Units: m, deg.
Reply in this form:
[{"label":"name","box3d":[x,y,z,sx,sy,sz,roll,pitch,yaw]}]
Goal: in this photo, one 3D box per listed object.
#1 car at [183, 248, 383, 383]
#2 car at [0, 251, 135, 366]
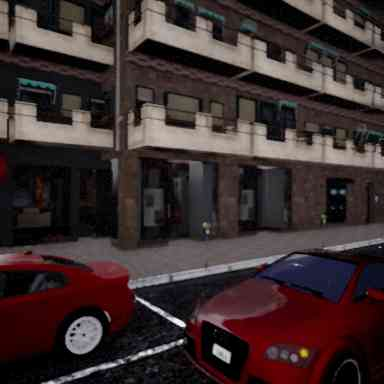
[{"label":"car","box3d":[1.946,1.571,4.770,4.181,1.385,1.994,0,0,-35]},{"label":"car","box3d":[-2.986,1.551,4.420,4.507,1.381,1.887,0,0,-36]}]
